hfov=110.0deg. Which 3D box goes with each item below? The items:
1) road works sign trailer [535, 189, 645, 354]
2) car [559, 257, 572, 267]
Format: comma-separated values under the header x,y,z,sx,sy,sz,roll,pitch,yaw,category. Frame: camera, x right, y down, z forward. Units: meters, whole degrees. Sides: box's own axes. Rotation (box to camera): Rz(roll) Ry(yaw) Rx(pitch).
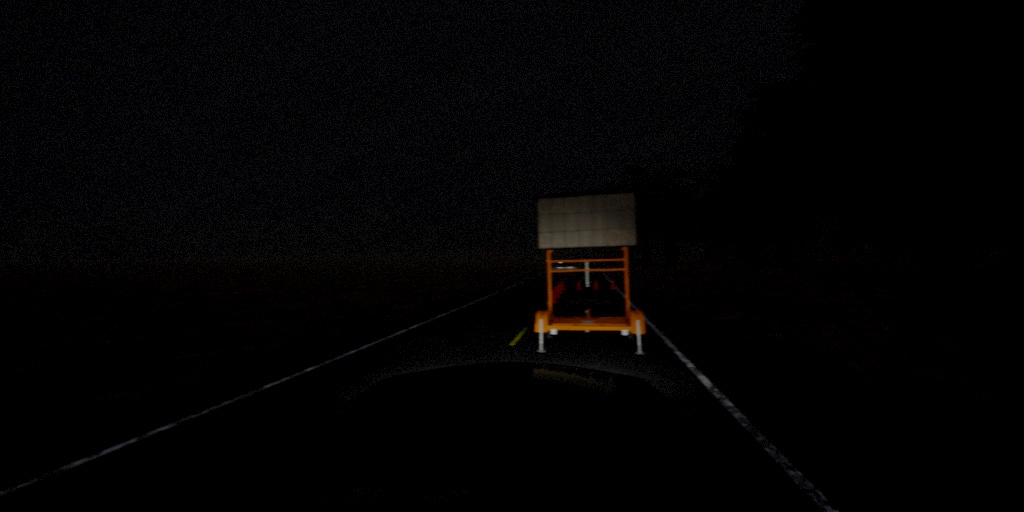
x,y,z,sx,sy,sz,roll,pitch,yaw,category
1.897,0.225,8.804,2.380,3.560,2.880,0,0,12,road works sign trailer
9.488,0.975,63.120,2.097,1.767,4.553,-2,1,12,car
